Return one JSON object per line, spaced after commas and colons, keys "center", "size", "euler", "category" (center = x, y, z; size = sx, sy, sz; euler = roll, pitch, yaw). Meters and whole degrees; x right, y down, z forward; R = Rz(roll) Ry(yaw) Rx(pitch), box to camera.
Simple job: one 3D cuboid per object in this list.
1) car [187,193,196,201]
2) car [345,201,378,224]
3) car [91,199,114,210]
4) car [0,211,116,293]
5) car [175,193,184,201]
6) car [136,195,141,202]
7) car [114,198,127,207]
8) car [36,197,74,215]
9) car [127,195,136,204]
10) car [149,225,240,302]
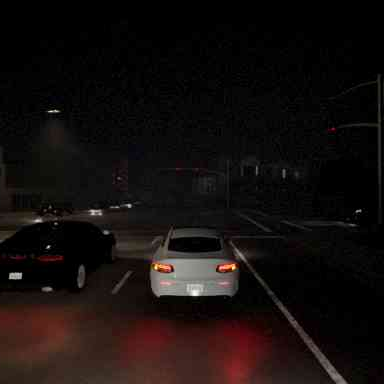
{"center": [-0.009, 1.414, 89.313], "size": [2.150, 2.045, 5.566], "euler": [0, -1, 0], "category": "car"}
{"center": [14.246, 1.491, 25.507], "size": [4.553, 1.767, 2.097], "euler": [0, -1, 0], "category": "car"}
{"center": [-14.105, 1.916, 51.103], "size": [2.128, 1.511, 4.902], "euler": [0, -1, 0], "category": "car"}
{"center": [-3.430, 1.498, 8.971], "size": [1.882, 1.535, 5.008], "euler": [0, 0, 0], "category": "car"}
{"center": [-3.509, 1.418, 89.010], "size": [2.150, 2.045, 5.566], "euler": [0, 0, 0], "category": "car"}
{"center": [-14.009, 1.534, 82.465], "size": [2.097, 1.767, 4.553], "euler": [0, 0, 0], "category": "car"}
{"center": [-14.061, 1.953, 61.928], "size": [2.033, 1.411, 5.357], "euler": [0, 0, 0], "category": "car"}
{"center": [-14.108, 1.489, 34.702], "size": [2.150, 2.045, 5.566], "euler": [0, -1, 0], "category": "car"}
{"center": [-14.008, 1.879, 72.177], "size": [1.895, 1.301, 4.718], "euler": [0, 1, 0], "category": "car"}
{"center": [0.066, 1.540, 8.185], "size": [1.812, 1.442, 4.674], "euler": [0, 0, 0], "category": "car"}
